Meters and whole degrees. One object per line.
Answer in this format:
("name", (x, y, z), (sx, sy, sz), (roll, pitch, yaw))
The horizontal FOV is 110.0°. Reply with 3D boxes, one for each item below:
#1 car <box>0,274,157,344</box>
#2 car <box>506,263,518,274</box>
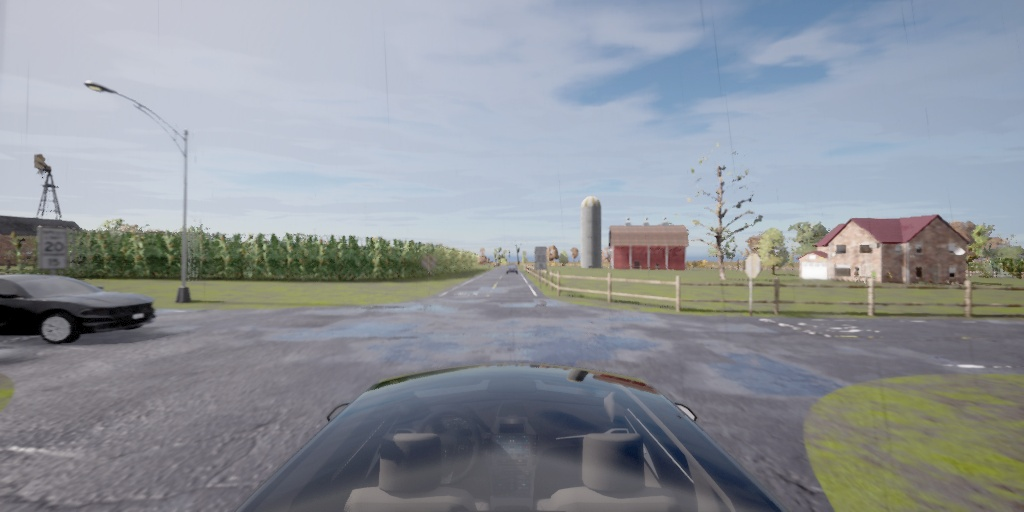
("car", (-11.816, 1.190, 8.789), (5.008, 1.535, 1.882), (1, 0, -4))
("car", (0.014, 2.081, 55.523), (2.033, 1.411, 5.357), (0, -1, 0))
